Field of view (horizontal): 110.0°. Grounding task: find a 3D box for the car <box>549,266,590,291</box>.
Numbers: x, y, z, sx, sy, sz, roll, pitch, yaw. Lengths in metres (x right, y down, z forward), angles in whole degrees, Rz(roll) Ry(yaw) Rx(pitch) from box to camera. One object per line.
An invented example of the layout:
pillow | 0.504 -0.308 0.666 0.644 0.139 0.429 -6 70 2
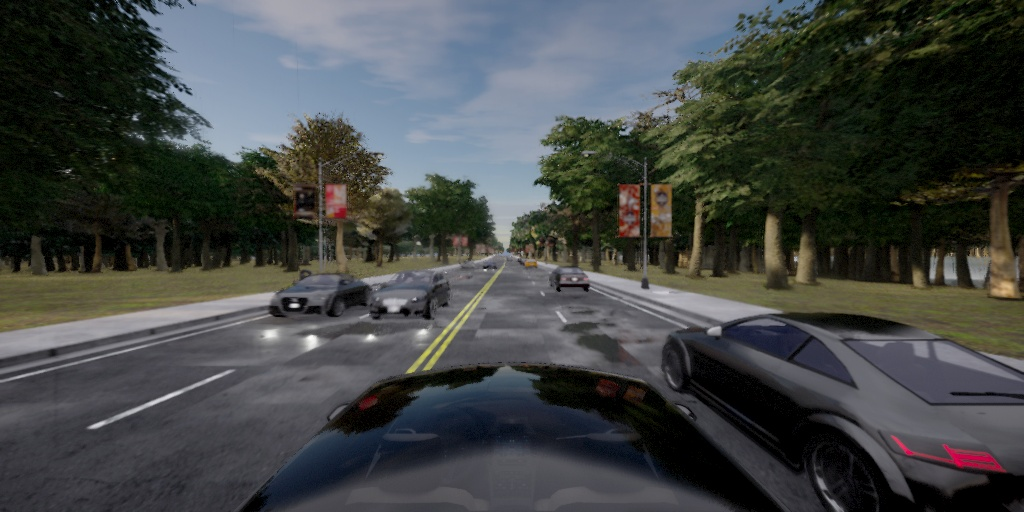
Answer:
car | 3.347 1.301 21.639 2.033 1.411 5.357 0 0 0

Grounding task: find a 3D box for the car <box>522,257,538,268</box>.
car | 3.187 1.260 59.677 1.882 1.535 5.008 0 0 0

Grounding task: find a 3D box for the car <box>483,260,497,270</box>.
car | -3.358 1.340 54.813 1.994 1.385 4.181 0 0 0

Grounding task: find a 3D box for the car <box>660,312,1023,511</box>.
car | 3.348 1.313 4.025 1.994 1.385 4.181 0 0 0

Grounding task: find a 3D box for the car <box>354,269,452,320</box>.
car | -3.353 1.241 12.630 2.128 1.511 4.902 0 0 0

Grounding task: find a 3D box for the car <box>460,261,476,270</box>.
car | -6.605 1.378 54.273 1.895 1.301 4.718 0 0 0

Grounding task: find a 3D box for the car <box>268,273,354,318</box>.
car | -6.602 1.314 12.866 1.994 1.385 4.181 0 0 0
